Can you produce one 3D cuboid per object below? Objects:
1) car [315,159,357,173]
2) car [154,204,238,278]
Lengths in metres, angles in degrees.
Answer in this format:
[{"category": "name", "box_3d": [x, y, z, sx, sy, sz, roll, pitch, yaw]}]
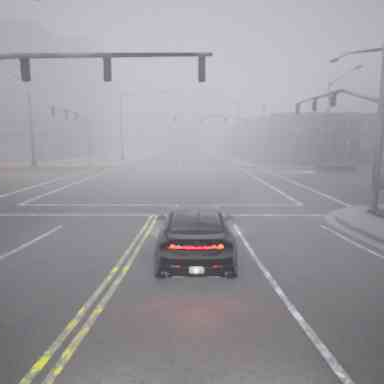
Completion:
[{"category": "car", "box_3d": [15.766, -2.874, 36.439, 4.181, 1.385, 1.994, 0, 9, 0]}, {"category": "car", "box_3d": [0.089, 1.092, 8.917, 1.837, 1.490, 4.892, 0, 5, 0]}]
